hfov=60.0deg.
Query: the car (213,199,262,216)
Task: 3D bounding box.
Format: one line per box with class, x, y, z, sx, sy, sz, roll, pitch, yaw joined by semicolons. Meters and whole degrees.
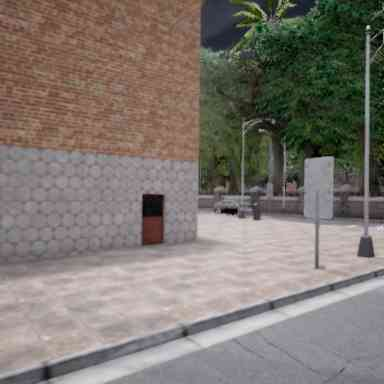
car;3.869;1.399;28.896;2.128;1.511;4.902;1;-1;-36
